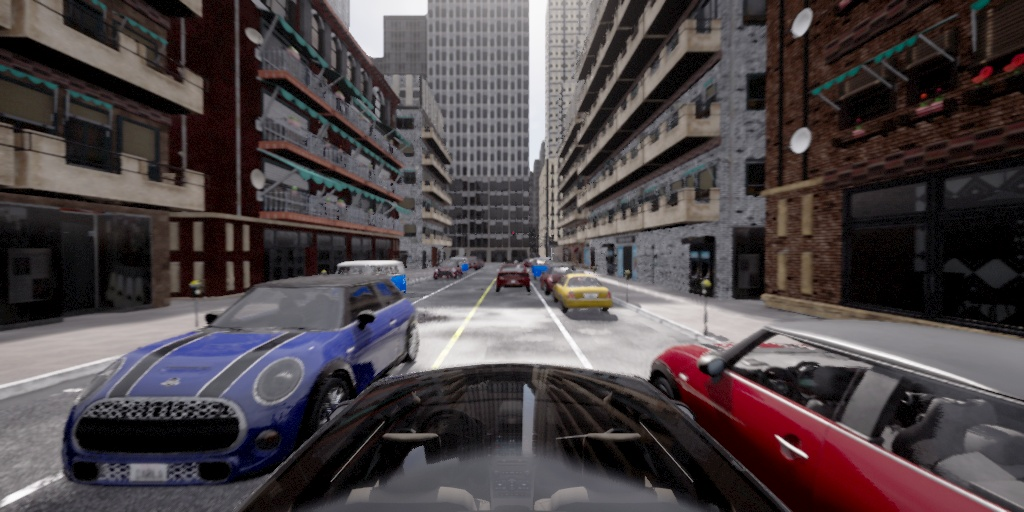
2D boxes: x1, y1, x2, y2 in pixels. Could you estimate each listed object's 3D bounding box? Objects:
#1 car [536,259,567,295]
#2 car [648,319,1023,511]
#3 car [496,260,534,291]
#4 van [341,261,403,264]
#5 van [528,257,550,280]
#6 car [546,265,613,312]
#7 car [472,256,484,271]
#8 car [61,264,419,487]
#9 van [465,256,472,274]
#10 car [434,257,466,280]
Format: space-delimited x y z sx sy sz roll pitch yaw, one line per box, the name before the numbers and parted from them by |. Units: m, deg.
car | 2.552 1.150 19.301 1.967 1.591 4.097 0 0 0
car | 2.565 1.186 2.654 1.967 1.591 4.097 0 0 0
car | 0.074 1.185 21.369 1.882 1.535 5.008 0 0 0
van | -5.324 1.068 13.726 1.690 1.789 3.998 0 0 0
van | 2.544 1.026 30.399 1.690 1.789 3.998 0 0 0
car | 2.557 1.248 13.922 1.751 1.417 4.829 0 0 0
car | -5.349 0.965 47.021 2.192 1.841 5.009 0 0 0
car | -2.847 1.096 5.051 2.097 1.767 4.553 0 0 0
van | -5.341 1.018 35.922 1.690 1.789 3.998 0 0 0
car | -5.337 1.130 30.374 1.967 1.591 4.097 0 0 0
